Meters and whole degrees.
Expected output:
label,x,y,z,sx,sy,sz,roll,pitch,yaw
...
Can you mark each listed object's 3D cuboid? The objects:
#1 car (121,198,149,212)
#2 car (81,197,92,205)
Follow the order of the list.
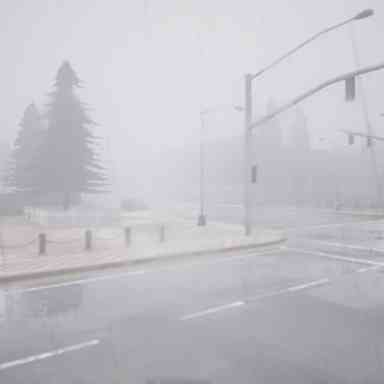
label,x,y,z,sx,sy,sz,roll,pitch,yaw
car,-6.862,1.486,39.614,1.837,1.490,4.892,0,0,-35
car,-18.402,1.523,55.935,1.812,1.442,4.674,0,0,-36
